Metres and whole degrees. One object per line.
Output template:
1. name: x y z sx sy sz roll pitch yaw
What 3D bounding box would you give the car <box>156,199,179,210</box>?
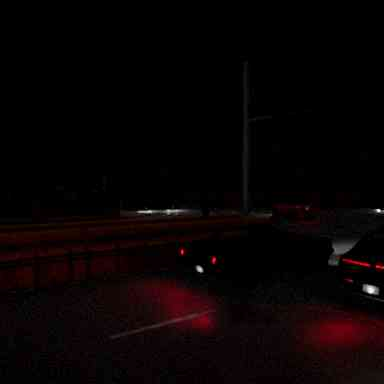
1. car: -3.895 1.581 44.027 2.033 1.411 5.357 0 0 -36

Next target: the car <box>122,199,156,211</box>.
1. car: -7.086 1.574 42.460 2.033 1.411 5.357 0 0 -36

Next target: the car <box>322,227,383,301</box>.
1. car: 5.242 1.521 7.506 4.892 1.490 1.837 0 0 -36

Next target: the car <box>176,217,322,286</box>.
1. car: 1.998 1.612 9.489 4.718 1.301 1.895 0 0 -36

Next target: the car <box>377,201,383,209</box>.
1. car: 26.512 1.646 44.477 4.181 1.385 1.994 0 0 -35

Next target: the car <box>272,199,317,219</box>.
1. car: 8.958 1.393 29.522 2.097 1.767 4.553 0 0 -14
